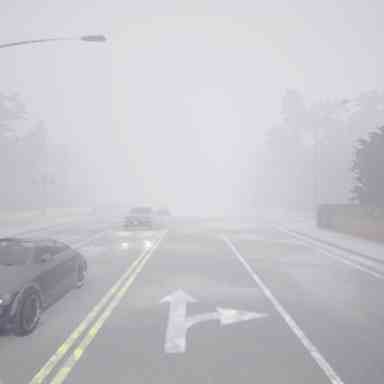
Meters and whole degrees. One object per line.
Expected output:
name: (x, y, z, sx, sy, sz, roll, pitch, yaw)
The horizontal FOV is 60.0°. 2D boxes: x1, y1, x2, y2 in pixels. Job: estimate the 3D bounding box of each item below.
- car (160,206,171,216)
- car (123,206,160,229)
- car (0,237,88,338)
car: (-3.585, 2.532, 42.011, 2.033, 1.411, 5.357, 0, -9, 0)
car: (-3.595, 1.771, 23.606, 1.837, 1.490, 4.892, 0, -1, 0)
car: (-3.600, 1.639, 6.682, 1.994, 1.385, 4.181, 0, -1, 0)
